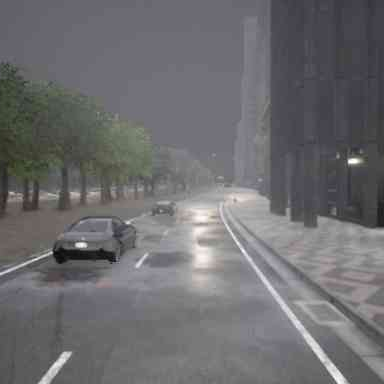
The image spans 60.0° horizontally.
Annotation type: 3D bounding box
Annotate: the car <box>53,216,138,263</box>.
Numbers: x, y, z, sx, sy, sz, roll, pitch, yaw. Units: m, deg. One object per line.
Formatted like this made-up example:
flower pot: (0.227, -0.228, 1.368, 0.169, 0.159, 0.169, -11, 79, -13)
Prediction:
car: (-3.208, 1.525, 11.786, 1.994, 1.385, 4.181, 0, 0, 1)

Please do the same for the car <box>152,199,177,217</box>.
car: (-2.428, 1.386, 30.006, 1.812, 1.442, 4.674, 0, 0, 3)
